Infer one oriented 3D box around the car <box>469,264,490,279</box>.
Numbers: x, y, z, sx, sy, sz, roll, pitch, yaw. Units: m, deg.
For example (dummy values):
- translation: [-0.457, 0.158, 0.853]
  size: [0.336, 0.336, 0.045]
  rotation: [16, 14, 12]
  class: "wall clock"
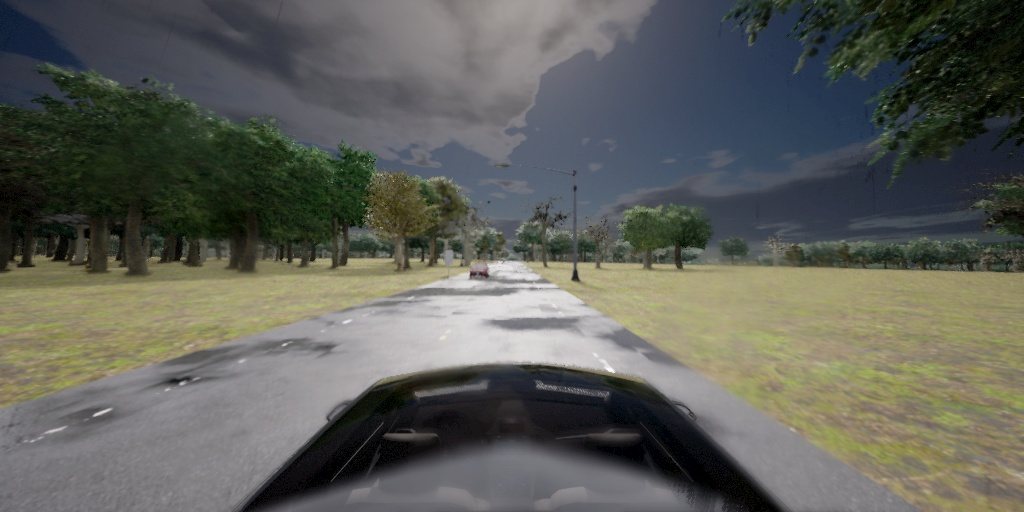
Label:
- translation: [-3.402, 1.551, 38.260]
  size: [1.882, 1.535, 5.008]
  rotation: [0, 0, 1]
  class: "car"
